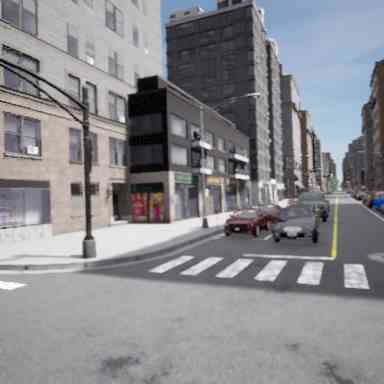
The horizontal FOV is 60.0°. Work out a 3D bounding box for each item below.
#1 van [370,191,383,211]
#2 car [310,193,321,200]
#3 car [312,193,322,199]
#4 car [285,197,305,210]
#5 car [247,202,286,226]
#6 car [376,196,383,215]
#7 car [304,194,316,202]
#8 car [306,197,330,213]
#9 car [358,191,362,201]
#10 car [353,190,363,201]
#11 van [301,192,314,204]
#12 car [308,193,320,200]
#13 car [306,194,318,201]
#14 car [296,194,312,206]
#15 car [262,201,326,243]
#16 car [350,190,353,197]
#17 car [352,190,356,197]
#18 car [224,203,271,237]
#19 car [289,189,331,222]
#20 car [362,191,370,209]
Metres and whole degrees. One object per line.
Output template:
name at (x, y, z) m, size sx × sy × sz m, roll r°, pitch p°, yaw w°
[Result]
van at (17.707, 0.879, 30.486) m, size 1.690 × 1.788 × 3.998 m, roll -2°, pitch 0°, yaw 24°
car at (28.061, 0.966, 75.496) m, size 1.947 × 1.339 × 4.313 m, roll -2°, pitch 0°, yaw 24°
car at (30.329, 0.890, 80.695) m, size 1.887 × 1.381 × 4.507 m, roll -2°, pitch 0°, yaw 24°
car at (12.178, 1.362, 39.103) m, size 1.802 × 1.307 × 4.206 m, roll -2°, pitch 0°, yaw 24°
car at (5.369, 1.491, 23.506) m, size 1.887 × 1.381 × 4.507 m, roll -2°, pitch 0°, yaw 24°
car at (15.444, 1.175, 25.286) m, size 1.802 × 1.307 × 4.206 m, roll -2°, pitch 0°, yaw 24°
car at (21.254, 1.145, 59.898) m, size 1.802 × 1.307 × 4.206 m, roll -2°, pitch 0°, yaw 24°
car at (12.986, 1.289, 34.050) m, size 1.994 × 1.385 × 4.181 m, roll -2°, pitch 0°, yaw 24°
car at (24.521, 0.956, 46.084) m, size 1.802 × 1.307 × 4.206 m, roll -2°, pitch 0°, yaw 24°
car at (29.059, 0.832, 56.483) m, size 1.947 × 1.339 × 4.313 m, roll -2°, pitch 0°, yaw 24°
van at (18.978, 0.958, 54.700) m, size 1.690 × 1.788 × 3.998 m, roll -2°, pitch 0°, yaw 24°
car at (25.791, 1.020, 70.297) m, size 1.947 × 1.339 × 4.313 m, roll -2°, pitch 0°, yaw 24°
car at (23.522, 1.059, 65.097) m, size 2.008 × 1.369 × 4.403 m, roll -2°, pitch 0°, yaw 24°
car at (16.712, 1.111, 49.501) m, size 1.967 × 1.590 × 4.097 m, roll -2°, pitch 0°, yaw 24°
car at (4.997, 1.413, 15.735) m, size 2.128 × 1.511 × 4.902 m, roll -2°, pitch 0°, yaw 23°
car at (33.591, 0.473, 66.883) m, size 2.192 × 1.841 × 5.009 m, roll -2°, pitch 0°, yaw 24°
car at (31.395, 0.735, 61.838) m, size 1.752 × 1.417 × 4.829 m, roll -2°, pitch 0°, yaw 24°
car at (3.100, 1.547, 18.306) m, size 1.887 × 1.381 × 4.507 m, roll -2°, pitch 0°, yaw 24°
car at (8.934, 1.046, 24.837) m, size 2.150 × 2.045 × 5.566 m, roll -2°, pitch 0°, yaw 24°
car at (19.975, 0.798, 35.685) m, size 2.192 × 1.841 × 5.009 m, roll -2°, pitch 0°, yaw 24°
